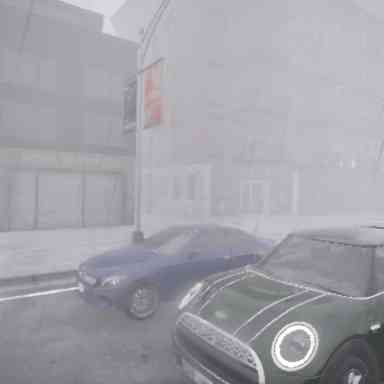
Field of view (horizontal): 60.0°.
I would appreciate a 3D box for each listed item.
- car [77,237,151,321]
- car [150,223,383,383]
[{"bbox_3d":[-0.020,1.435,7.157,4.674,1.442,1.812,1,1,-35],"label":"car"},{"bbox_3d":[1.983,1.327,4.588,4.553,1.767,2.097,1,1,-35],"label":"car"}]
